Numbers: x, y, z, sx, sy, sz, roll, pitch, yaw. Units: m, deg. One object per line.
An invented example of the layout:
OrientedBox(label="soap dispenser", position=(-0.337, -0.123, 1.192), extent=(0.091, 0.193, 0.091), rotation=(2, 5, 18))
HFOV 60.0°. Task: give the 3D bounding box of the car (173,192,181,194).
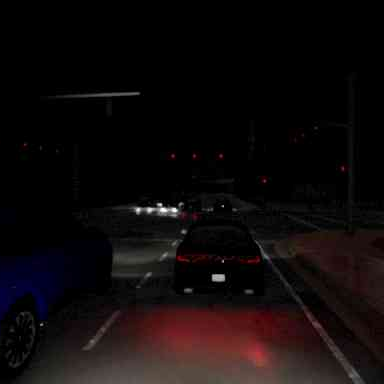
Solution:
OrientedBox(label="car", position=(-3.635, 0.984, 78.382), extent=(2.150, 2.045, 5.566), rotation=(0, 0, 5))

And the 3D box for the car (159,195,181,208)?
OrientedBox(label="car", position=(-2.954, 1.465, 46.226), extent=(1.895, 1.301, 4.718), rotation=(0, 0, 5))

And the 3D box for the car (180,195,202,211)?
OrientedBox(label="car", position=(0.055, 1.412, 38.441), extent=(1.812, 1.442, 4.674), rotation=(0, 0, 5))

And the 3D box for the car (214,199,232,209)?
OrientedBox(label="car", position=(3.410, 1.455, 36.730), extent=(1.994, 1.385, 4.181), rotation=(0, 0, 5))

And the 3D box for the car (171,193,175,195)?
OrientedBox(label="car", position=(-4.953, 1.415, 63.399), extent=(1.895, 1.301, 4.718), rotation=(0, 0, 5))

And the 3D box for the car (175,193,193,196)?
OrientedBox(label="car", position=(-1.515, 1.363, 62.600), extent=(2.033, 1.411, 5.357), rotation=(0, 0, 5))

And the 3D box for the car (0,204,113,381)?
OrientedBox(label="car", position=(-3.049, 1.205, 5.626), extent=(2.150, 2.045, 5.566), rotation=(0, 0, 3))

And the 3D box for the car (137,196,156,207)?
OrientedBox(label="car", position=(-6.372, 1.339, 47.292), extent=(1.882, 1.535, 5.008), rotation=(0, 0, 5))

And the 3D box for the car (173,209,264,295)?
OrientedBox(label="car", position=(0.682, 1.451, 8.724), extent=(1.882, 1.535, 5.008), rotation=(0, 0, 4))

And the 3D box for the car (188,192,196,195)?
OrientedBox(label="car", position=(-0.148, 0.984, 78.085), extent=(2.150, 2.045, 5.566), rotation=(0, 0, 5))
